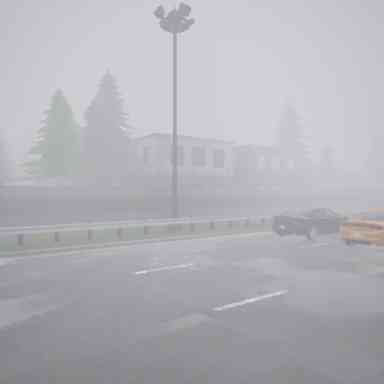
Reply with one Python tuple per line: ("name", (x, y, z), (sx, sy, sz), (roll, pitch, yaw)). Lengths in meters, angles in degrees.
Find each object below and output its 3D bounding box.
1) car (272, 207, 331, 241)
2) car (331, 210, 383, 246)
("car", (6.236, 1.484, 16.916), (5.008, 1.535, 1.882), (0, 0, -35))
("car", (8.269, 1.485, 14.066), (5.008, 1.535, 1.882), (0, 0, -35))
